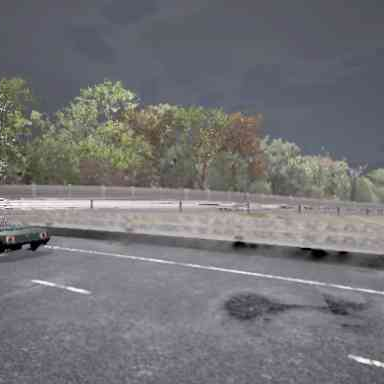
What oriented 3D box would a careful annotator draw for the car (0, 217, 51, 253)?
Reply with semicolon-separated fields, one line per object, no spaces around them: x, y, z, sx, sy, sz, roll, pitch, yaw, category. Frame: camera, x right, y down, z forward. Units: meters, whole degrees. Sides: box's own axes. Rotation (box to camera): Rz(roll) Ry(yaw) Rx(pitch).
-7.586;1.572;12.360;4.718;1.301;1.895;0;0;28;car

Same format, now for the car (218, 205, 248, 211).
6.071;2.195;50.645;5.357;1.411;2.033;3;-1;-31;car
